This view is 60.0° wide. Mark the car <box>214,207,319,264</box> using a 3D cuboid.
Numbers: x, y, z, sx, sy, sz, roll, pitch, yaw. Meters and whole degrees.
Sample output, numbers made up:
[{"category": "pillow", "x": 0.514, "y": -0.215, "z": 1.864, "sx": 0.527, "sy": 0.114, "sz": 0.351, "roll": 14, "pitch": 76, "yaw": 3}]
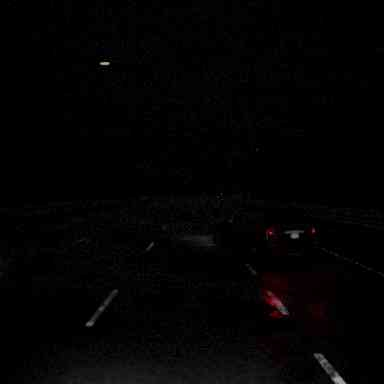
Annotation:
[{"category": "car", "x": 2.486, "y": 1.379, "z": 12.283, "sx": 2.097, "sy": 1.767, "sz": 4.553, "roll": 0, "pitch": 0, "yaw": -19}]
